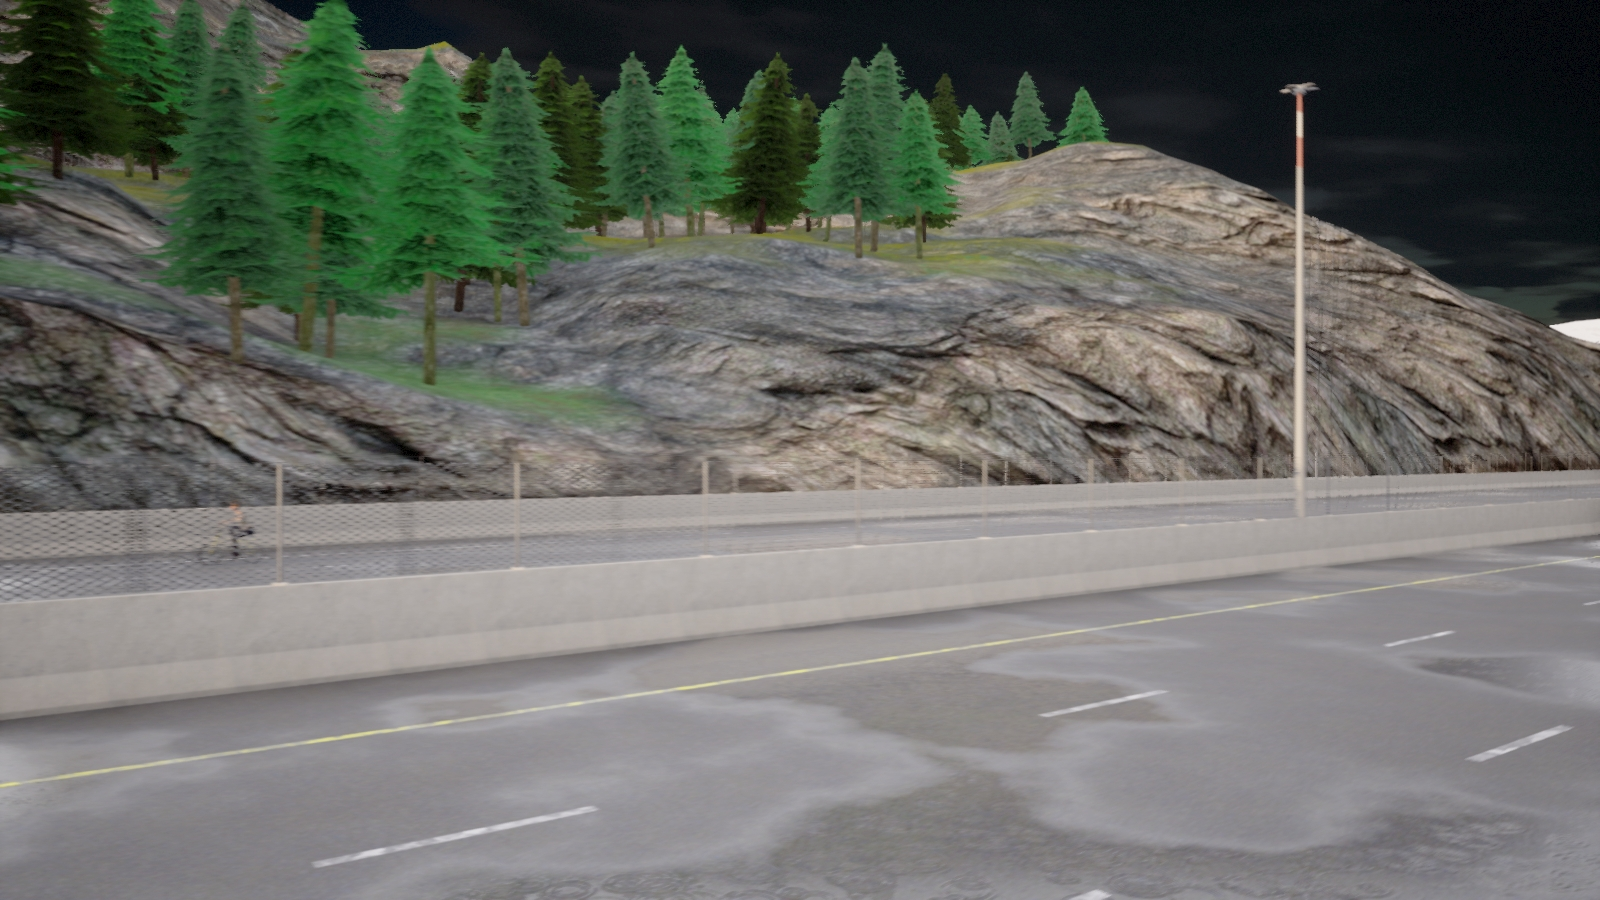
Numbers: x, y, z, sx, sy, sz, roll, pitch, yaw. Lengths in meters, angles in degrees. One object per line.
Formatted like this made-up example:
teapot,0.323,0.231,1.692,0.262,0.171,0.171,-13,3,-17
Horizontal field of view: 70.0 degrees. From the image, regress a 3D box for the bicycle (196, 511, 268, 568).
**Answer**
bicycle,-13.981,2.186,28.129,1.487,1.295,0.859,0,0,-35
